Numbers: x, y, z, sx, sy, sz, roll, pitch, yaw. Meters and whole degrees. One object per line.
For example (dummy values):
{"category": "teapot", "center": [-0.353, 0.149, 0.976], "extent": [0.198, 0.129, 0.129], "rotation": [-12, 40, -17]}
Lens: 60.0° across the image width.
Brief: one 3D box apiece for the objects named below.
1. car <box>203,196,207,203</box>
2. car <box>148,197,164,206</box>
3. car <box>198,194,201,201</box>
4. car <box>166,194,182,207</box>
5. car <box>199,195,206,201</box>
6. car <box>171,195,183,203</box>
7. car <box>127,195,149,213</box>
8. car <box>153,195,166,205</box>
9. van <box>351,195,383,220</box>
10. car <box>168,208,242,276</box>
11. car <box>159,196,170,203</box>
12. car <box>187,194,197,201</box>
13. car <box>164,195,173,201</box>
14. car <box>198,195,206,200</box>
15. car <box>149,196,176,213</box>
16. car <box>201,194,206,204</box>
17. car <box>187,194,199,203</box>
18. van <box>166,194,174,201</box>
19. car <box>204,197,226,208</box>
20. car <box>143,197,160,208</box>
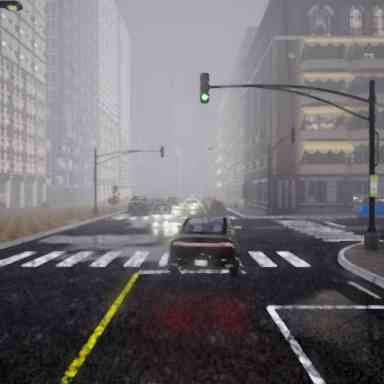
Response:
{"category": "car", "center": [2.685, 1.515, 41.936], "extent": [1.887, 1.381, 4.507], "rotation": [0, 0, 0]}
{"category": "car", "center": [-5.696, 1.533, 52.992], "extent": [1.947, 1.339, 4.313], "rotation": [0, 0, 0]}
{"category": "car", "center": [2.684, 1.534, 64.047], "extent": [1.947, 1.339, 4.313], "rotation": [0, 0, 0]}
{"category": "car", "center": [-3.057, 1.445, 52.323], "extent": [1.882, 1.535, 5.008], "rotation": [0, 0, 0]}
{"category": "car", "center": [2.684, 1.520, 86.157], "extent": [1.887, 1.381, 4.507], "rotation": [0, 0, 0]}
{"category": "car", "center": [-3.003, 1.471, 68.191], "extent": [2.128, 1.511, 4.902], "rotation": [0, 0, 0]}
{"category": "car", "center": [-5.697, 1.288, 36.409], "extent": [2.192, 1.841, 5.009], "rotation": [0, 0, 0]}
{"category": "car", "center": [-5.697, 1.407, 58.520], "extent": [1.967, 1.590, 4.097], "rotation": [0, 0, 0]}
{"category": "van", "center": [13.708, 1.089, 23.964], "extent": [3.998, 1.788, 1.690], "rotation": [-1, 1, 0]}
{"category": "car", "center": [0.511, 1.481, 10.353], "extent": [2.128, 1.511, 4.902], "rotation": [0, 0, 7]}
{"category": "car", "center": [-5.697, 1.495, 69.404], "extent": [1.752, 1.417, 4.829], "rotation": [0, 0, 0]}
{"category": "car", "center": [-0.001, 1.347, 76.714], "extent": [2.128, 1.511, 4.902], "rotation": [0, 0, 0]}
{"category": "car", "center": [-5.696, 1.518, 80.630], "extent": [1.887, 1.381, 4.507], "rotation": [0, 0, 0]}
{"category": "car", "center": [2.684, 1.529, 91.685], "extent": [2.008, 1.369, 4.403], "rotation": [0, 0, 0]}
{"category": "car", "center": [-3.102, 1.464, 35.896], "extent": [2.128, 1.511, 4.902], "rotation": [0, 0, -2]}
{"category": "car", "center": [2.684, 1.408, 47.463], "extent": [1.967, 1.590, 4.097], "rotation": [0, 0, 0]}
{"category": "car", "center": [-0.002, 1.570, 66.739], "extent": [1.895, 1.301, 4.718], "rotation": [0, 0, 0]}
{"category": "van", "center": [-5.697, 1.316, 86.158], "extent": [1.690, 1.788, 3.998], "rotation": [0, 0, 0]}
{"category": "car", "center": [2.685, 1.517, 36.409], "extent": [1.887, 1.381, 4.507], "rotation": [0, 0, 0]}
{"category": "car", "center": [-5.696, 1.513, 47.464], "extent": [1.887, 1.381, 4.507], "rotation": [0, 0, 0]}
